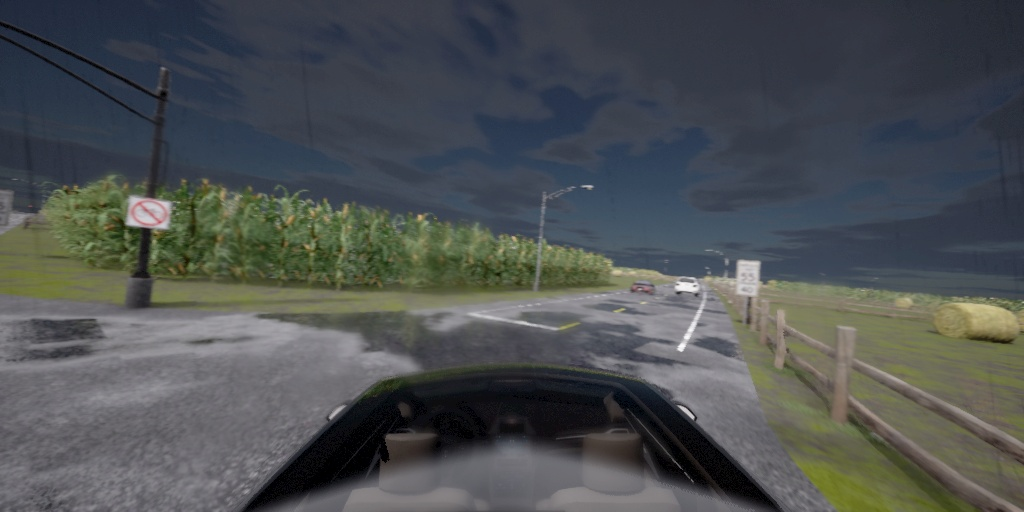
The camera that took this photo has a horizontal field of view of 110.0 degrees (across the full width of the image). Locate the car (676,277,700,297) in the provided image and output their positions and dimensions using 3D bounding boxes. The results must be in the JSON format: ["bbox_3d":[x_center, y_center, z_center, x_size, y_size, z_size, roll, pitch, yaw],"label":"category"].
[{"bbox_3d":[19.939,3.443,40.681,2.150,2.045,5.566,4,-1,29],"label":"car"}]

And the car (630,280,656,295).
[{"bbox_3d":[13.230,3.126,36.017,1.994,1.385,4.181,4,-1,29],"label":"car"}]
